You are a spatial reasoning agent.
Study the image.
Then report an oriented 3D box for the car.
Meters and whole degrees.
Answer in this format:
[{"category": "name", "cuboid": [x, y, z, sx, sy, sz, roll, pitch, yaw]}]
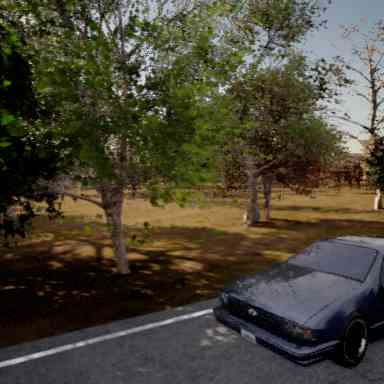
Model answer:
[{"category": "car", "cuboid": [2.988, 1.515, 5.846, 5.357, 1.411, 2.033, 0, 0, -33]}]
